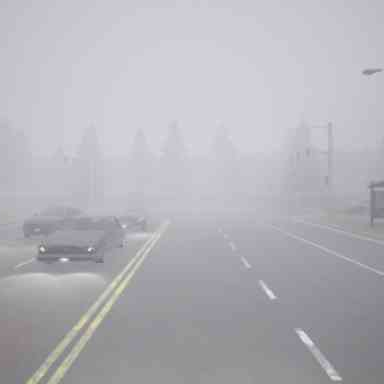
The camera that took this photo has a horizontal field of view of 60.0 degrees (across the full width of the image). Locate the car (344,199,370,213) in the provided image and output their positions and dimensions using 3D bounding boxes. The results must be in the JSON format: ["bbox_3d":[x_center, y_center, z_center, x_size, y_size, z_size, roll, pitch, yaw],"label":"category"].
[{"bbox_3d":[17.851,1.422,33.674,4.674,1.442,1.812,0,0,0],"label":"car"}]

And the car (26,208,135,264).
[{"bbox_3d":[-3.646,1.551,12.130,2.033,1.411,5.357,0,0,0],"label":"car"}]

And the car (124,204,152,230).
[{"bbox_3d":[-3.609,1.531,20.992,1.812,1.442,4.674,0,0,0],"label":"car"}]

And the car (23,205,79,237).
[{"bbox_3d":[-7.142,1.485,17.868,1.882,1.535,5.008,0,0,0],"label":"car"}]
